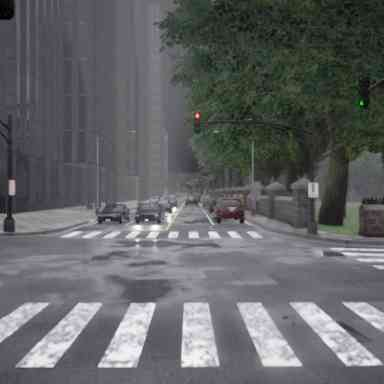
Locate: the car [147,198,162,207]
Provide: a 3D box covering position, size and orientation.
[{"bbox_3d":[-5.833,1.625,52.403,1.802,1.307,4.206,0,0,0],"label":"car"}]

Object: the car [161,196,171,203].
[{"bbox_3d":[-5.863,1.615,74.231,1.887,1.381,4.507,0,0,0],"label":"car"}]

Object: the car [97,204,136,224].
[{"bbox_3d":[-5.796,1.578,25.118,1.947,1.339,4.313,0,0,0],"label":"car"}]

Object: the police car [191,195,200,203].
[{"bbox_3d":[0.797,1.499,75.902,1.930,1.638,5.238,0,0,0],"label":"police car"}]

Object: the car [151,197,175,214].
[{"bbox_3d":[-3.133,1.550,36.499,1.812,1.442,4.674,0,0,0],"label":"car"}]

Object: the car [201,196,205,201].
[{"bbox_3d":[2.699,1.587,46.964,2.008,1.369,4.403,0,0,0],"label":"car"}]

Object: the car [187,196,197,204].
[{"bbox_3d":[-0.088,1.536,65.256,1.882,1.535,5.008,0,0,0],"label":"car"}]

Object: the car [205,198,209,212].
[{"bbox_3d":[2.714,1.590,36.051,1.947,1.339,4.313,0,0,0],"label":"car"}]

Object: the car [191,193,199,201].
[{"bbox_3d":[0.775,1.324,91.822,2.150,2.045,5.566,0,0,0],"label":"car"}]

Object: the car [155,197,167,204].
[{"bbox_3d":[-5.848,1.638,63.317,1.802,1.307,4.206,0,0,0],"label":"car"}]

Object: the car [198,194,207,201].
[{"bbox_3d":[2.647,1.403,85.160,2.192,1.841,5.009,0,0,0],"label":"car"}]

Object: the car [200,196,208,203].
[{"bbox_3d":[2.661,1.596,74.417,1.752,1.417,4.829,0,0,0],"label":"car"}]

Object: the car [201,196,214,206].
[{"bbox_3d":[2.684,1.490,57.878,1.967,1.590,4.097,0,0,0],"label":"car"}]

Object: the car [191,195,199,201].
[{"bbox_3d":[0.783,1.596,85.792,1.837,1.490,4.892,0,0,0],"label":"car"}]

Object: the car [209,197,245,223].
[{"bbox_3d":[2.730,1.327,25.139,2.192,1.841,5.009,0,0,0],"label":"car"}]

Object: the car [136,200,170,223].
[{"bbox_3d":[-3.135,1.560,25.637,2.033,1.411,5.357,0,0,0],"label":"car"}]

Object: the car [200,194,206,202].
[{"bbox_3d":[2.692,1.483,52.421,1.967,1.590,4.097,0,0,0],"label":"car"}]

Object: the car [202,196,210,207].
[{"bbox_3d":[2.707,1.581,41.508,2.008,1.369,4.403,0,0,0],"label":"car"}]

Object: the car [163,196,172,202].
[{"bbox_3d":[-5.871,1.624,79.688,1.887,1.381,4.507,0,0,0],"label":"car"}]

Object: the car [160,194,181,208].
[{"bbox_3d":[-3.146,1.529,50.001,2.128,1.511,4.902,0,0,0],"label":"car"}]

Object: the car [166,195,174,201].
[{"bbox_3d":[-5.886,1.537,90.602,1.967,1.590,4.097,0,0,0],"label":"car"}]

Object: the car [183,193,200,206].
[{"bbox_3d":[-0.023,1.398,55.202,2.097,1.767,4.553,0,0,0],"label":"car"}]
